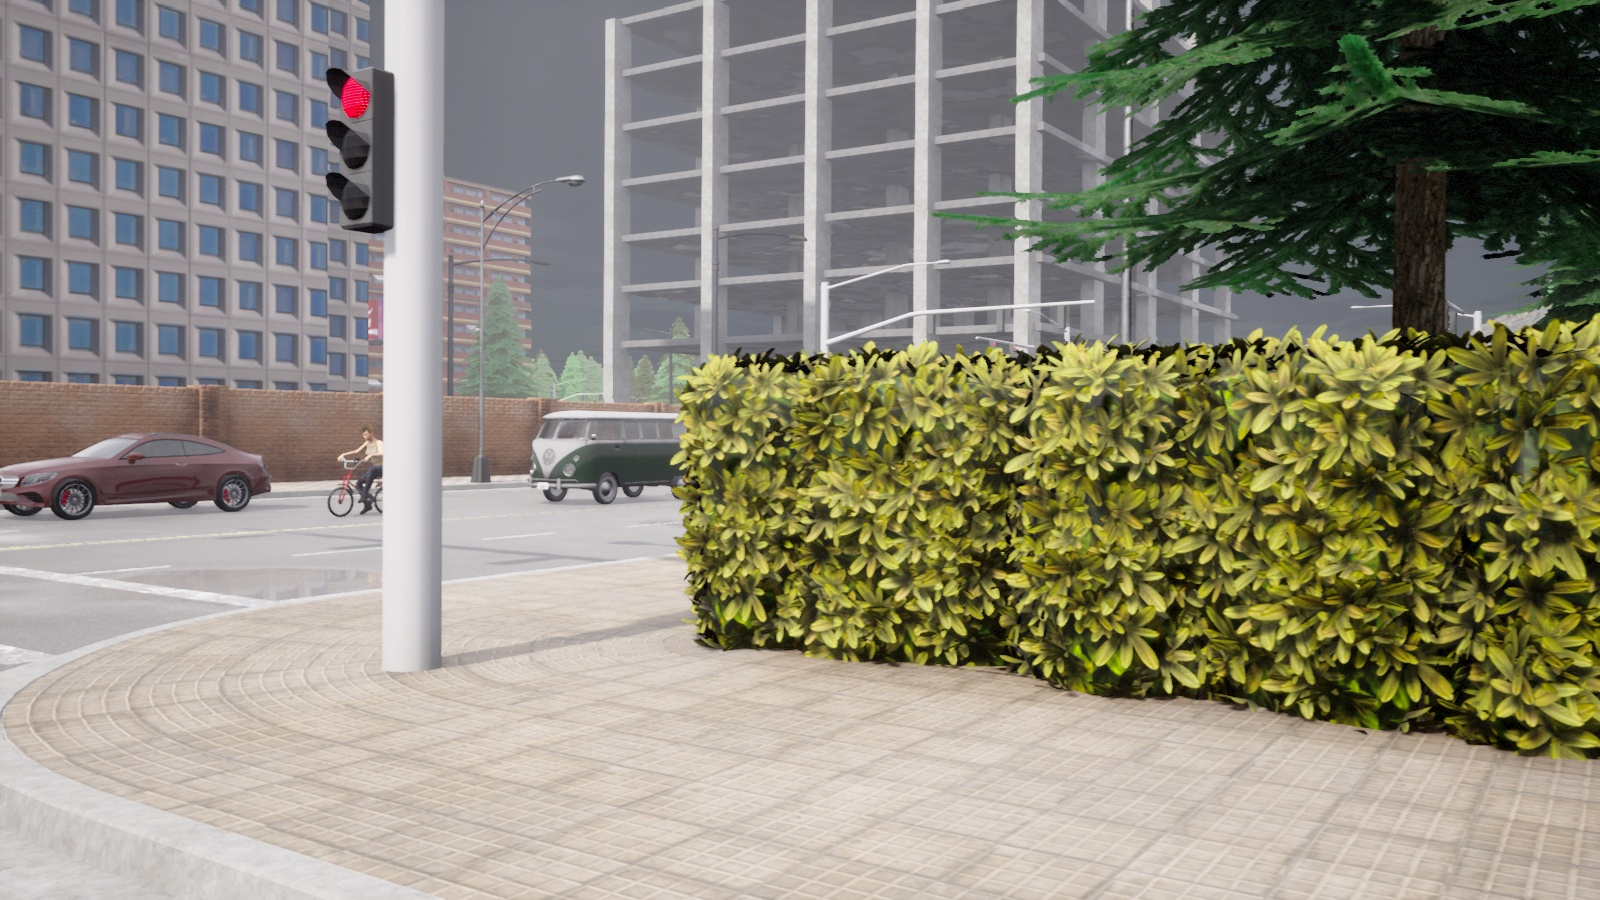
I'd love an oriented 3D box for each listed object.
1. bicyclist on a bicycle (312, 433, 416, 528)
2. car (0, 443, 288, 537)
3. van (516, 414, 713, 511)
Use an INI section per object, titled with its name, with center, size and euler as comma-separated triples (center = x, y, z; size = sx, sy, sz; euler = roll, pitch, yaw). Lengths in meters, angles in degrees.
[bicyclist on a bicycle]
center = -7.719, 0.505, 22.269
size = 0.866, 1.612, 1.509
euler = 0, 1, 34
[car]
center = -11.803, 0.632, 22.448
size = 1.812, 1.442, 4.674
euler = 0, 1, 33
[van]
center = -4.010, 0.208, 27.889
size = 1.775, 1.987, 4.442
euler = 0, 1, 34
